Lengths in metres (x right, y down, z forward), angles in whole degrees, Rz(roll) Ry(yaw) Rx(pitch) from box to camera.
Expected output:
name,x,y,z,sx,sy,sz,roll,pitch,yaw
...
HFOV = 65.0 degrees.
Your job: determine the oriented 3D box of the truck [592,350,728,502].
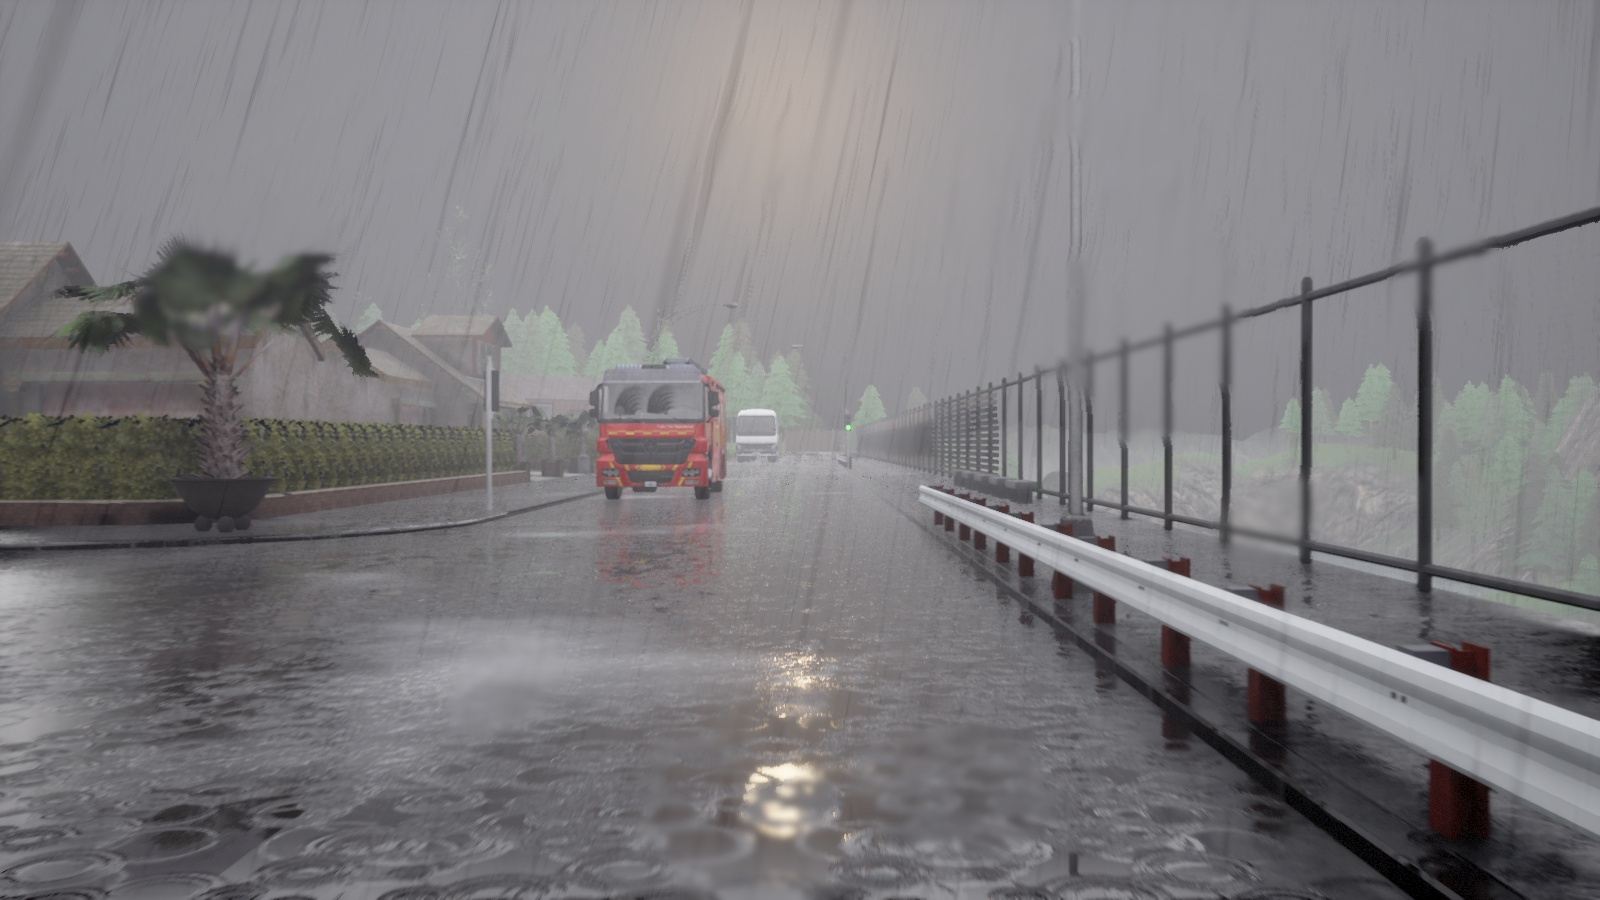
name,x,y,z,sx,sy,sz,roll,pitch,yaw
truck,-3.779,-0.622,35.836,2.891,3.827,8.468,0,0,0
